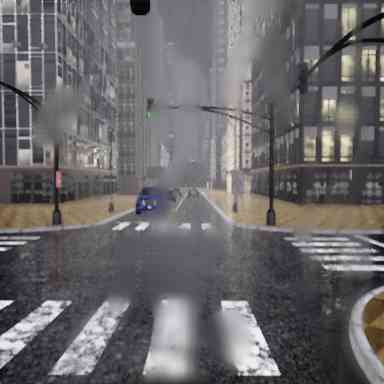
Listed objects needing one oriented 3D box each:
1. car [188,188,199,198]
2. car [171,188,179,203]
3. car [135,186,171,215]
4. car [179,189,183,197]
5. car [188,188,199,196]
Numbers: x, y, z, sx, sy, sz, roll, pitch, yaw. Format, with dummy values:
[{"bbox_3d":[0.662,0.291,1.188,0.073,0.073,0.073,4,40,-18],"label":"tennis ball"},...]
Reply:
[{"bbox_3d":[0.234,0.163,54.981,2.128,1.511,4.902,0,1,0],"label":"car"},{"bbox_3d":[-2.917,0.487,40.655,1.882,1.535,5.008,0,1,0],"label":"car"},{"bbox_3d":[-2.993,0.585,25.576,2.150,2.045,5.566,0,2,-2],"label":"car"},{"bbox_3d":[-2.747,0.104,59.591,1.812,1.442,4.674,0,1,0],"label":"car"},{"bbox_3d":[0.278,-0.023,65.398,2.033,1.411,5.357,0,1,0],"label":"car"}]
